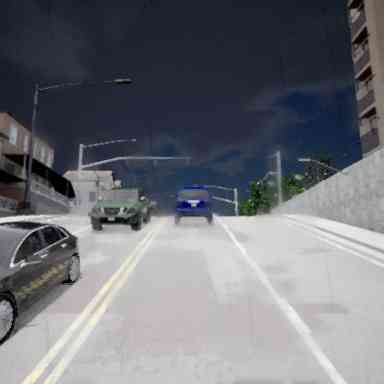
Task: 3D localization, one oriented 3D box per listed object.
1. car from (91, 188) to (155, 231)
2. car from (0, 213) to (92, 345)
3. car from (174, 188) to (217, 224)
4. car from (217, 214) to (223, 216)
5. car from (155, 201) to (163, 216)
[{"bbox_3d":[-3.545,0.794,17.568,2.150,2.045,5.566,0,1,1],"label":"car"},{"bbox_3d":[-3.592,1.388,6.195,1.837,1.490,4.892,0,1,0],"label":"car"},{"bbox_3d":[0.095,0.753,20.340,2.150,2.045,5.566,0,0,0],"label":"car"},{"bbox_3d":[3.179,3.562,42.761,1.812,1.442,4.674,-10,-15,42],"label":"car"},{"bbox_3d":[-3.545,1.464,28.699,2.033,1.411,5.357,0,-6,0],"label":"car"}]
